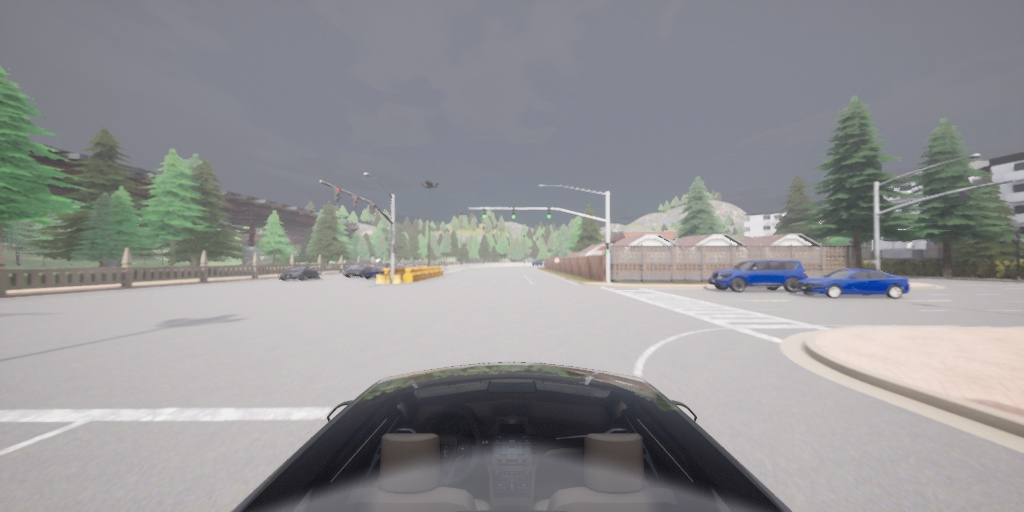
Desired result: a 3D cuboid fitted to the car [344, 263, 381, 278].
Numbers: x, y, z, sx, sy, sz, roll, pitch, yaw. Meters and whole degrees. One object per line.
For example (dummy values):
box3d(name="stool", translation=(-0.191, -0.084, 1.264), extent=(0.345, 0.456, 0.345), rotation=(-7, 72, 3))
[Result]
box3d(name="car", translation=(-17.600, 1.834, 41.872), extent=(2.033, 1.411, 5.357), rotation=(0, -1, 0))

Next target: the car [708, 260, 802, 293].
box3d(name="car", translation=(15.794, 1.260, 23.142), extent=(5.566, 2.045, 2.150), rotation=(0, -1, 2))

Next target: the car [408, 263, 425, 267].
box3d(name="car", translation=(-14.063, 2.034, 55.500), extent=(1.994, 1.385, 4.181), rotation=(0, -1, 0))

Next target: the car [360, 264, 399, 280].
box3d(name="car", translation=(-14.104, 1.841, 38.382), extent=(1.895, 1.301, 4.718), rotation=(0, -1, 0))

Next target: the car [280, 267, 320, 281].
box3d(name="car", translation=(-21.004, 1.766, 35.608), extent=(1.994, 1.385, 4.181), rotation=(0, -1, 0))

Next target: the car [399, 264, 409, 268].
box3d(name="car", translation=(-17.515, 2.084, 62.164), extent=(1.812, 1.442, 4.674), rotation=(0, -1, 0))

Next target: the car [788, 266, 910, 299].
box3d(name="car", translation=(18.450, 1.468, 19.543), extent=(5.008, 1.535, 1.882), rotation=(0, -1, 2))
